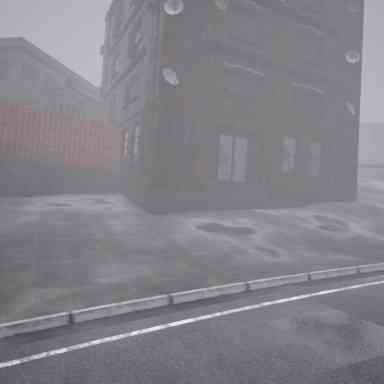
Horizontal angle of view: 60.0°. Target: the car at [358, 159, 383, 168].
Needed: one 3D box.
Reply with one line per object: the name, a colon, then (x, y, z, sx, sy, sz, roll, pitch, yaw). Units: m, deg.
car: (22.586, -3.265, 42.057, 4.553, 1.767, 2.185, 2, -3, 16)
